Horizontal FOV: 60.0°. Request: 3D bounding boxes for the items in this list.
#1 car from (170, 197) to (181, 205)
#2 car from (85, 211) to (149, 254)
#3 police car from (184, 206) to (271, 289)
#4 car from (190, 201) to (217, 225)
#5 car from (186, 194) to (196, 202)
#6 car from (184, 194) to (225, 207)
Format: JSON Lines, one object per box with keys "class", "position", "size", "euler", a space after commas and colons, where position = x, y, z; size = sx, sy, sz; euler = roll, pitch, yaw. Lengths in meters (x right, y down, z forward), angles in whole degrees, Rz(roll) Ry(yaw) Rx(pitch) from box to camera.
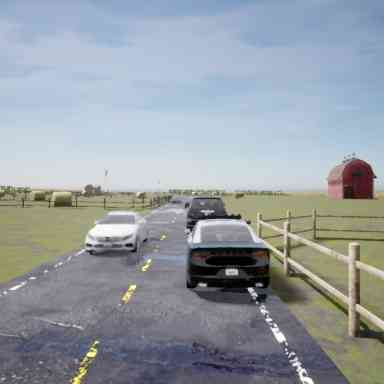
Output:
{"class": "car", "position": [-2.886, 1.551, 59.846], "size": [1.994, 1.385, 4.181], "euler": [0, 0, 0]}
{"class": "car", "position": [-2.881, 1.525, 13.661], "size": [1.812, 1.442, 4.674], "euler": [0, 0, 0]}
{"class": "police car", "position": [0.802, 1.424, 9.340], "size": [1.930, 1.638, 5.238], "euler": [0, 0, 0]}
{"class": "car", "position": [0.766, 1.502, 25.230], "size": [1.837, 1.490, 4.892], "euler": [0, 0, 0]}
{"class": "car", "position": [-0.163, 1.257, 71.673], "size": [2.097, 1.767, 4.553], "euler": [0, 0, 0]}
{"class": "car", "position": [0.779, 1.222, 19.259], "size": [2.150, 2.045, 5.566], "euler": [0, 0, 0]}
